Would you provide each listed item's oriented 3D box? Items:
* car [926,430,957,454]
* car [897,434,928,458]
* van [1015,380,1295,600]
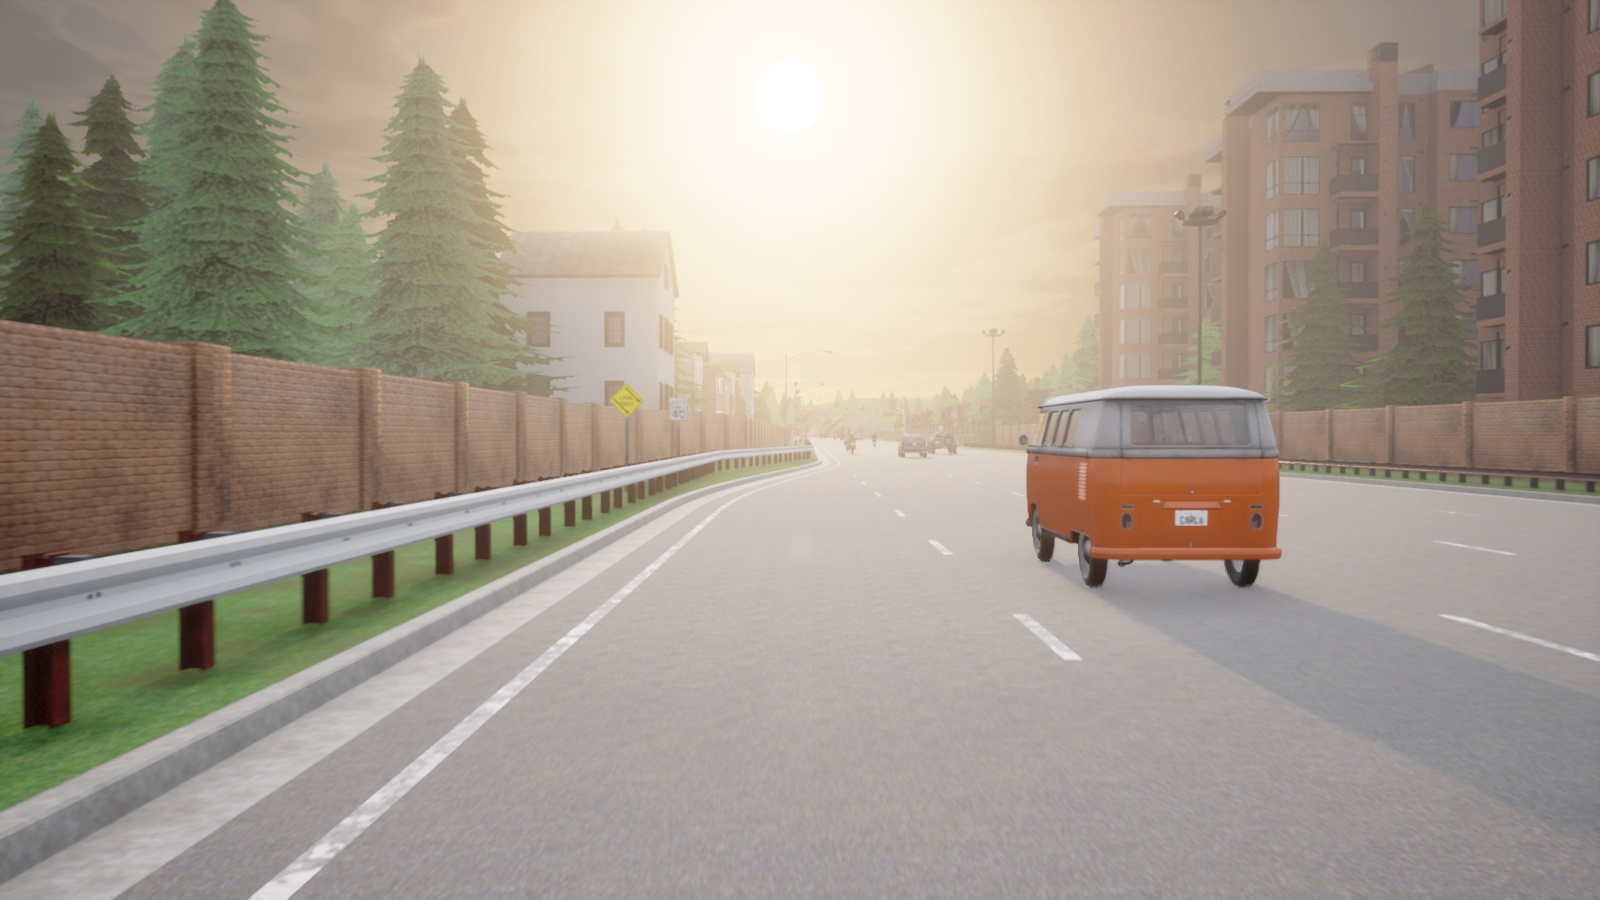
[{"bbox_3d":[11.052,-0.637,98.055,1.932,1.855,4.605,0,1,0],"label":"car"},{"bbox_3d":[7.474,-0.302,83.776,1.789,1.549,3.705,0,1,0],"label":"car"},{"bbox_3d":[3.590,0.334,13.577,1.775,1.987,4.442,0,1,0],"label":"van"}]
